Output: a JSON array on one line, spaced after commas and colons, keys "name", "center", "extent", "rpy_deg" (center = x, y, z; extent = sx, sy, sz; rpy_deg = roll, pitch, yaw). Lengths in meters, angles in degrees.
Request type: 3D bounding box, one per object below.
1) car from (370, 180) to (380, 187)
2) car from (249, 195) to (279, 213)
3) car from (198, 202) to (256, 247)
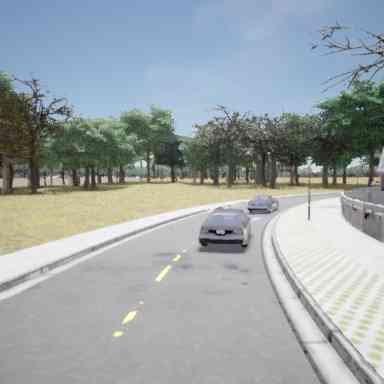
[{"name": "car", "center": [36.843, -1.235, 64.236], "extent": [5.566, 2.045, 2.150], "rpy_deg": [-2, 2, -28]}, {"name": "car", "center": [6.091, 0.954, 28.165], "extent": [2.033, 1.411, 5.357], "rpy_deg": [0, 2, 24]}, {"name": "car", "center": [1.538, 1.406, 14.220], "extent": [2.033, 1.411, 5.357], "rpy_deg": [0, 1, 12]}]
